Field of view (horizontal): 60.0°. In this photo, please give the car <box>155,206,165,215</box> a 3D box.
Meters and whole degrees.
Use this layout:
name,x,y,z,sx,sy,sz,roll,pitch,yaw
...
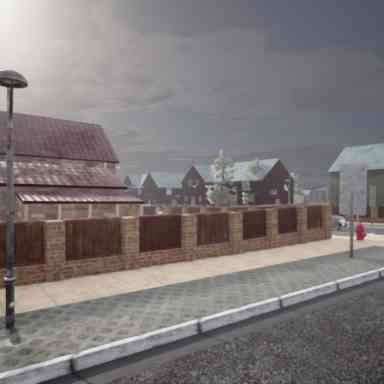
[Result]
name,x,y,z,sx,sy,sz,roll,pitch,yaw
car,-5.023,2.424,40.503,2.128,1.511,4.902,1,-3,-36

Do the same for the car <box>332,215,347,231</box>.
name,x,y,z,sx,sy,sz,roll,pitch,yaw
car,7.939,1.809,22.608,2.128,1.511,4.902,1,-2,-36
